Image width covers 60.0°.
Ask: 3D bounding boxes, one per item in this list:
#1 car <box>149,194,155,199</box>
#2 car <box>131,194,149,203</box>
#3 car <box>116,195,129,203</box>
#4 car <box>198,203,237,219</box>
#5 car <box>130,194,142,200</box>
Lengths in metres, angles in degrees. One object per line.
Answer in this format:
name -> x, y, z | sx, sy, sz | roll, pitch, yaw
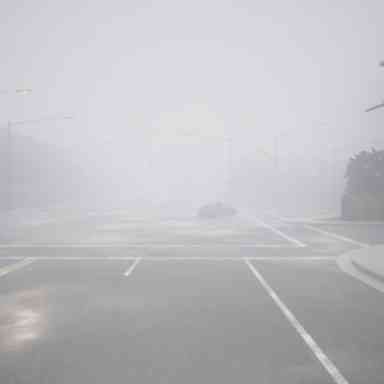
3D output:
car -> -10.489, 1.161, 82.869 | 1.994, 1.385, 4.181 | 0, 0, 0
car -> -10.495, 1.277, 67.022 | 1.882, 1.535, 5.008 | 0, 1, 0
car -> -13.991, 1.322, 67.046 | 1.812, 1.442, 4.674 | 0, 1, 0
car -> 2.363, 1.637, 30.131 | 1.994, 1.385, 4.181 | 0, -1, 39
car -> -13.989, 1.146, 82.855 | 2.033, 1.411, 5.357 | 0, 0, 0
